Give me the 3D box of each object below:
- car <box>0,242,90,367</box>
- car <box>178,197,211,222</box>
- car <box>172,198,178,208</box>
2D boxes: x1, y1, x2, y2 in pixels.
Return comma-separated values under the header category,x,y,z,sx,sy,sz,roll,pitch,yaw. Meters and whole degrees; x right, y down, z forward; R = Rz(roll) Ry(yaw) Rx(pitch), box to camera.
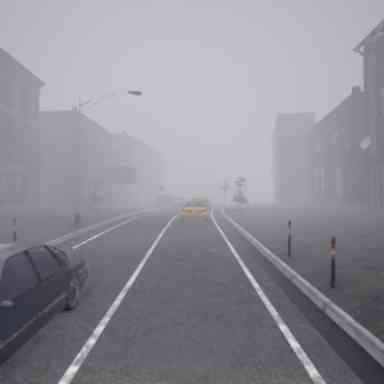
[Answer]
category,x,y,z,sx,sy,sz,roll,pitch,yaw
car,-3.098,1.530,4.896,2.033,1.411,5.357,0,0,0
car,0.212,1.217,23.700,1.801,1.575,5.366,0,0,1
car,-1.484,1.491,44.656,1.837,1.490,4.892,0,-1,7
